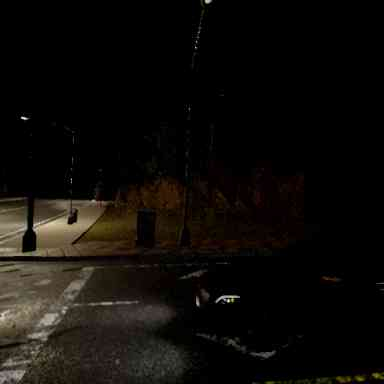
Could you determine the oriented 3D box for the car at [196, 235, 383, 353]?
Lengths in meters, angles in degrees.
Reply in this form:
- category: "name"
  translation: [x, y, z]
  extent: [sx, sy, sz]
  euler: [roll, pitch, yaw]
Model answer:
- category: "car"
  translation: [2.405, 1.504, 5.685]
  extent: [4.674, 1.442, 1.812]
  euler: [0, 0, -8]
